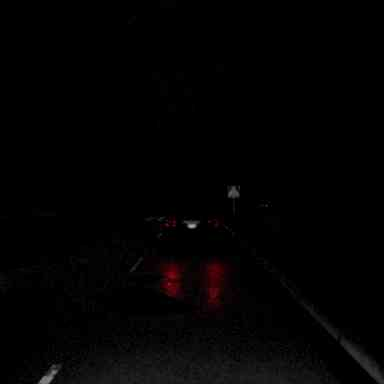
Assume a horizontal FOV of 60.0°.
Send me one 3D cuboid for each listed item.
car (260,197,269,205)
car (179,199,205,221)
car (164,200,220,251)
[{"bbox_3d":[16.810,1.906,72.520,2.097,1.767,4.553,-1,-1,43],"label":"car"},{"bbox_3d":[0.001,1.554,29.628,2.097,1.767,4.553,0,0,0],"label":"car"},{"bbox_3d":[0.000,1.337,14.688,2.150,2.045,5.566,0,0,0],"label":"car"}]
